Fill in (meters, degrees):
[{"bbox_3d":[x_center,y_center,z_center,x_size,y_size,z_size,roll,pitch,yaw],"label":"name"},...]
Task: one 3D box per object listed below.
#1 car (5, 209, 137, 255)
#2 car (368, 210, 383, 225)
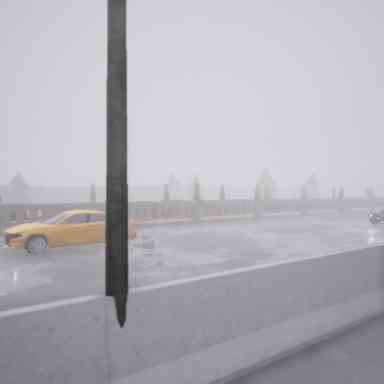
[{"bbox_3d":[-4.731,1.478,13.515,5.008,1.535,1.882,0,0,-35],"label":"car"},{"bbox_3d":[13.944,1.602,22.476,4.718,1.301,1.895,0,0,-35],"label":"car"}]
